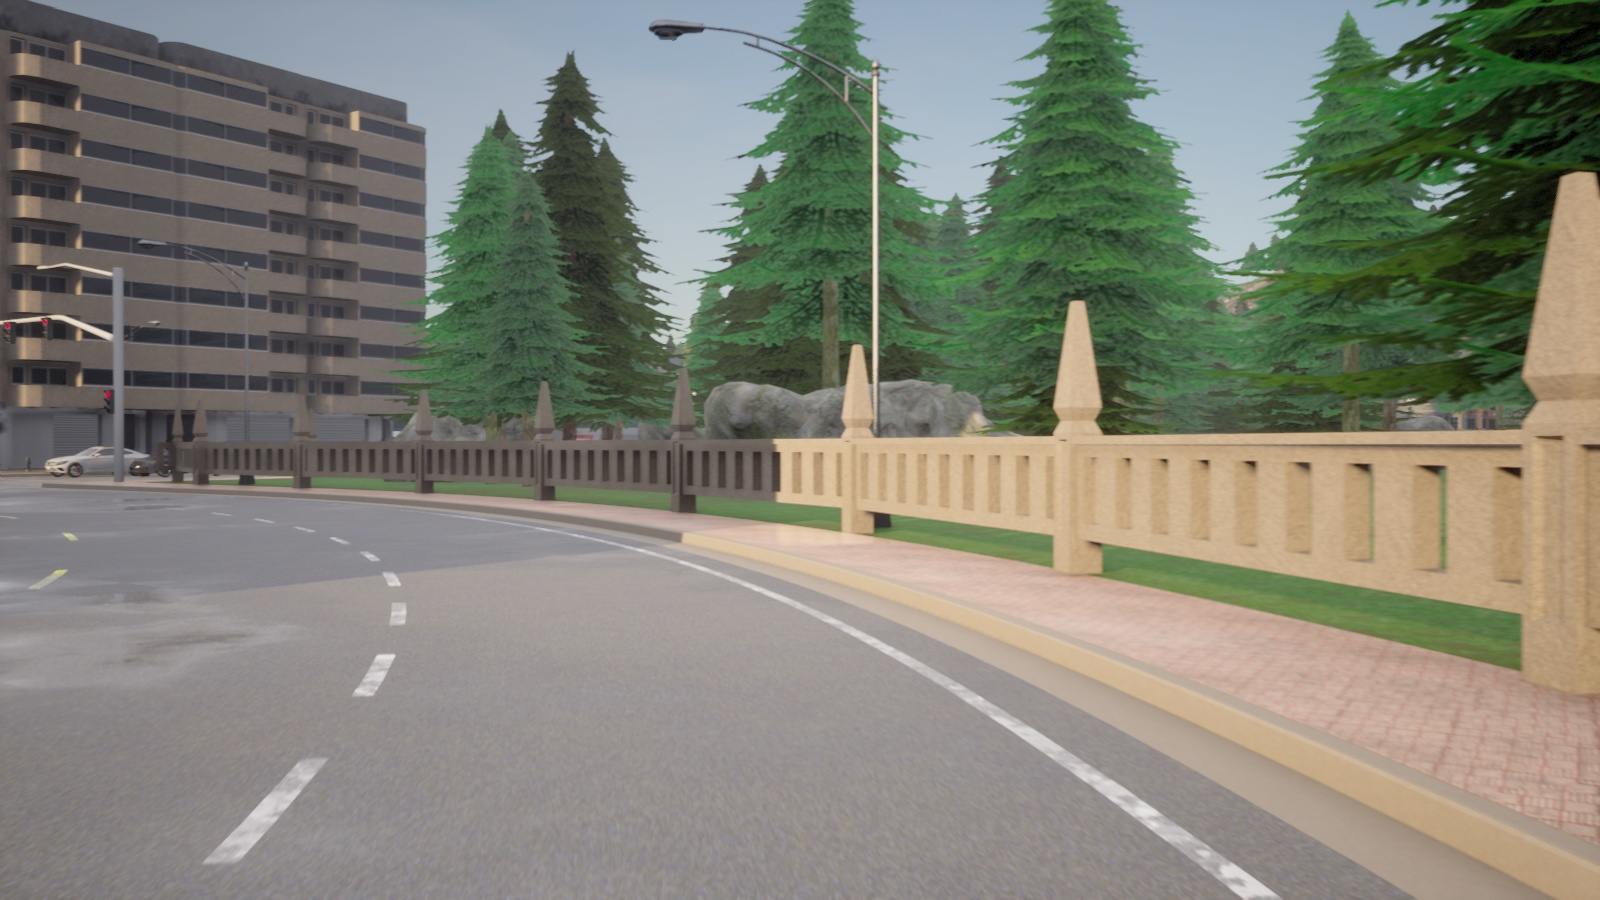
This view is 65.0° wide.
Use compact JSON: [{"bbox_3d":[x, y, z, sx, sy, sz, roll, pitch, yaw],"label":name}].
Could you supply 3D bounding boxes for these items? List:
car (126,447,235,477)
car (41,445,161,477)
[{"bbox_3d":[-29.302,0.535,59.521,1.994,1.385,4.181,0,0,34],"label":"car"},{"bbox_3d":[-33.282,0.495,59.918,1.812,1.442,4.674,0,0,35],"label":"car"}]
